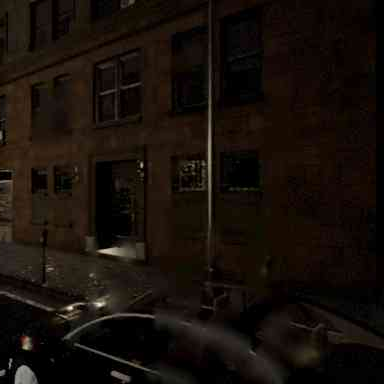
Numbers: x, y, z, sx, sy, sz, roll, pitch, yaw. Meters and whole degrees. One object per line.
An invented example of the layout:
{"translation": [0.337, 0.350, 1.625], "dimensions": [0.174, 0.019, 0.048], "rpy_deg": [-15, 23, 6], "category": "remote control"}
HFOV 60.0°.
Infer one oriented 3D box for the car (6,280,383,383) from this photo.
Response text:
{"translation": [-0.046, 1.558, 3.111], "dimensions": [4.403, 1.369, 2.008], "rpy_deg": [0, 0, 36], "category": "car"}
